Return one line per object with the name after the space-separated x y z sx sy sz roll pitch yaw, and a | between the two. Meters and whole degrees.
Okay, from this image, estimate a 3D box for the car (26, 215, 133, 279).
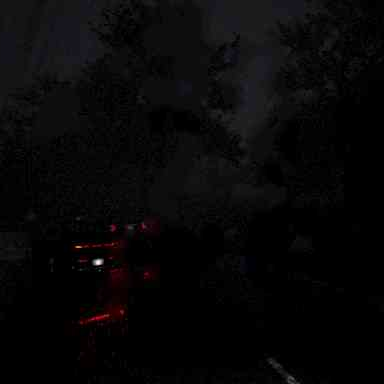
-3.948 1.668 10.767 1.837 1.490 4.892 2 -2 -37 | car

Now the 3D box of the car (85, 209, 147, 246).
-4.149 1.588 15.429 4.553 1.767 2.097 -1 -1 43 | car
